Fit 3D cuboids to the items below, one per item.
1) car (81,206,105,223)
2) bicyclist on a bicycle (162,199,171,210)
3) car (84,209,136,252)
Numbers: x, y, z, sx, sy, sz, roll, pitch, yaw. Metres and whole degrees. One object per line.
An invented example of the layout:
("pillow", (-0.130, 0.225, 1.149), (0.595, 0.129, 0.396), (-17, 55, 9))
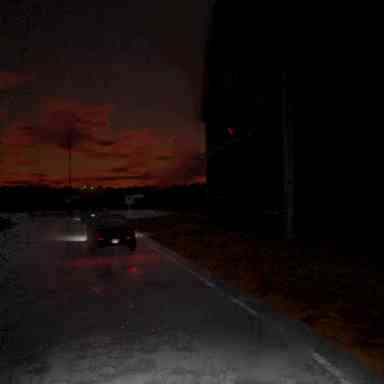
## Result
("car", (-8.458, 1.887, 28.771), (1.994, 1.385, 4.181), (0, 0, -13))
("bicyclist on a bicycle", (-3.779, 1.895, 48.840), (1.656, 1.620, 0.582), (-1, 0, -36))
("car", (-3.658, 1.685, 14.728), (1.812, 1.442, 4.674), (0, 0, -19))
